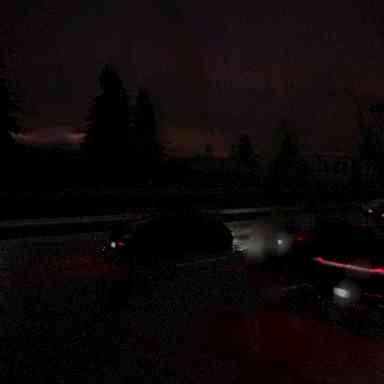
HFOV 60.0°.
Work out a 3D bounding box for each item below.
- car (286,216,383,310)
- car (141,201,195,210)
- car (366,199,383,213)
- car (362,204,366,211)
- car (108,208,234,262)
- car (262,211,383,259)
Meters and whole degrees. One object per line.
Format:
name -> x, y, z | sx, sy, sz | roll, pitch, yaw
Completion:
car -> 4.455, 1.437, 6.922 | 4.902, 1.511, 2.128 | -1, 0, -35
car -> -0.618, 1.289, 16.200 | 4.553, 1.767, 2.097 | -1, 0, -36
car -> 14.093, 1.302, 22.390 | 5.008, 1.535, 1.882 | -1, 0, -35
car -> 16.296, 1.313, 28.276 | 4.674, 1.442, 1.812 | -1, 0, -36
car -> -0.628, 1.481, 11.894 | 4.674, 1.442, 1.812 | -1, 0, -36
car -> 4.309, 1.493, 11.116 | 4.181, 1.385, 1.994 | -1, 0, -35
